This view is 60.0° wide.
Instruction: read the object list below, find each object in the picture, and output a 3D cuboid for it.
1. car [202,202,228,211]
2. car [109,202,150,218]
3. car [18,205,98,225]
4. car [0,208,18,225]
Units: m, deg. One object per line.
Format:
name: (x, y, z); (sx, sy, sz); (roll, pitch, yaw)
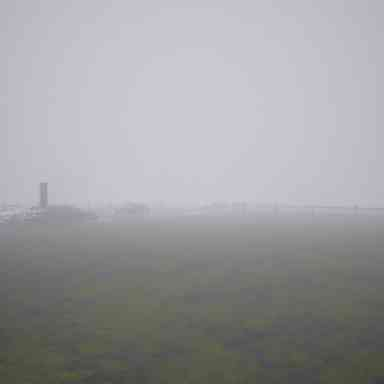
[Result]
car: (3.454, 2.162, 49.027); (1.895, 1.301, 4.718); (-1, -1, 36)
car: (-6.530, 1.841, 34.954); (2.128, 1.511, 4.902); (-1, -1, 35)
car: (-9.923, 1.730, 25.428); (2.033, 1.411, 5.357); (-1, -1, 39)
car: (-12.780, 1.740, 26.105); (1.812, 1.442, 4.674); (-1, -1, 35)
